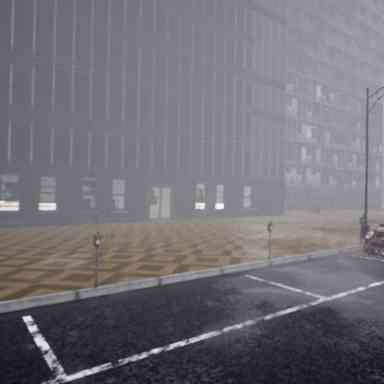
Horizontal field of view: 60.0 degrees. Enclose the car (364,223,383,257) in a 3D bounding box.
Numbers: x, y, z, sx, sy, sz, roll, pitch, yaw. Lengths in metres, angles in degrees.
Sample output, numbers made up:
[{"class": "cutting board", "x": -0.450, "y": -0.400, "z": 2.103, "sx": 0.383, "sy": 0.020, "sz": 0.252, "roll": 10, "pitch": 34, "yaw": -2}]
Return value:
[{"class": "car", "x": 8.187, "y": 1.578, "z": 12.389, "sx": 4.097, "sy": 1.590, "sz": 1.967, "roll": 1, "pitch": 0, "yaw": -35}]
